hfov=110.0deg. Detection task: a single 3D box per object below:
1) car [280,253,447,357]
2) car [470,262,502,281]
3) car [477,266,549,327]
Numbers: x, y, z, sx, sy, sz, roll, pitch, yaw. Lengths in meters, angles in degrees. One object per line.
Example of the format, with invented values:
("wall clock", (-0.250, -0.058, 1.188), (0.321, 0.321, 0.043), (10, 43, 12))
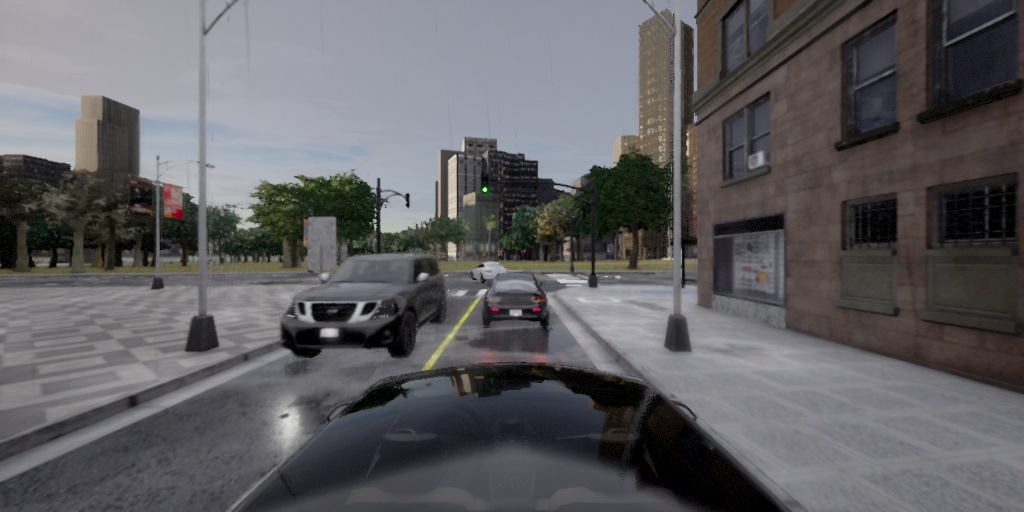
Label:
("car", (-3.058, 0.940, 8.793), (2.150, 2.045, 5.566), (0, 0, 0))
("car", (-1.668, 1.150, 25.975), (1.812, 1.442, 4.674), (0, 0, -19))
("car", (0.098, 1.231, 11.251), (1.812, 1.442, 4.674), (0, 0, 0))
